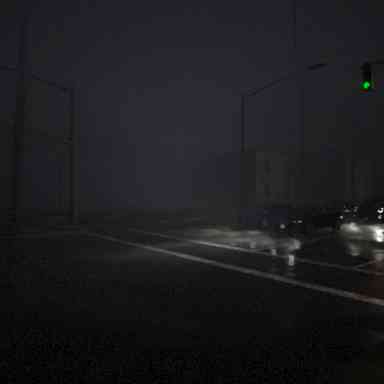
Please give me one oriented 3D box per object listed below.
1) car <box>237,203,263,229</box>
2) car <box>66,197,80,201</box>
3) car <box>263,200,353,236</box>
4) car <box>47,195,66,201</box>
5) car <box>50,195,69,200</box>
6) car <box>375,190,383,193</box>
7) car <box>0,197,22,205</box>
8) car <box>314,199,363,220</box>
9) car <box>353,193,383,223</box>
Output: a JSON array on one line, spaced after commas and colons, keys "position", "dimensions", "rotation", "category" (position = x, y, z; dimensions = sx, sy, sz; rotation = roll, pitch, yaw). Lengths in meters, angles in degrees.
[{"position": [5.008, 1.400, 21.497], "dimensions": [5.008, 1.535, 1.882], "rotation": [-1, 0, -39], "category": "car"}, {"position": [-30.619, 1.570, 86.726], "dimensions": [2.038, 1.542, 4.974], "rotation": [0, 0, -9], "category": "car"}, {"position": [6.419, 1.420, 18.134], "dimensions": [4.902, 1.511, 2.128], "rotation": [-1, 0, -39], "category": "car"}, {"position": [-34.338, 1.569, 86.423], "dimensions": [4.974, 1.542, 2.038], "rotation": [0, 0, 21], "category": "car"}, {"position": [-34.387, 1.412, 86.441], "dimensions": [4.536, 1.218, 1.853], "rotation": [0, 0, 21], "category": "car"}, {"position": [19.226, 0.865, 33.021], "dimensions": [5.566, 2.045, 2.150], "rotation": [-1, 1, -40], "category": "car"}, {"position": [-33.284, 1.615, 60.326], "dimensions": [1.812, 1.442, 4.674], "rotation": [0, 0, 26], "category": "car"}, {"position": [11.990, 1.363, 27.162], "dimensions": [4.181, 1.385, 1.994], "rotation": [-1, 1, -40], "category": "car"}, {"position": [13.443, 1.164, 23.828], "dimensions": [4.553, 1.767, 2.097], "rotation": [-1, 1, -39], "category": "car"}]
